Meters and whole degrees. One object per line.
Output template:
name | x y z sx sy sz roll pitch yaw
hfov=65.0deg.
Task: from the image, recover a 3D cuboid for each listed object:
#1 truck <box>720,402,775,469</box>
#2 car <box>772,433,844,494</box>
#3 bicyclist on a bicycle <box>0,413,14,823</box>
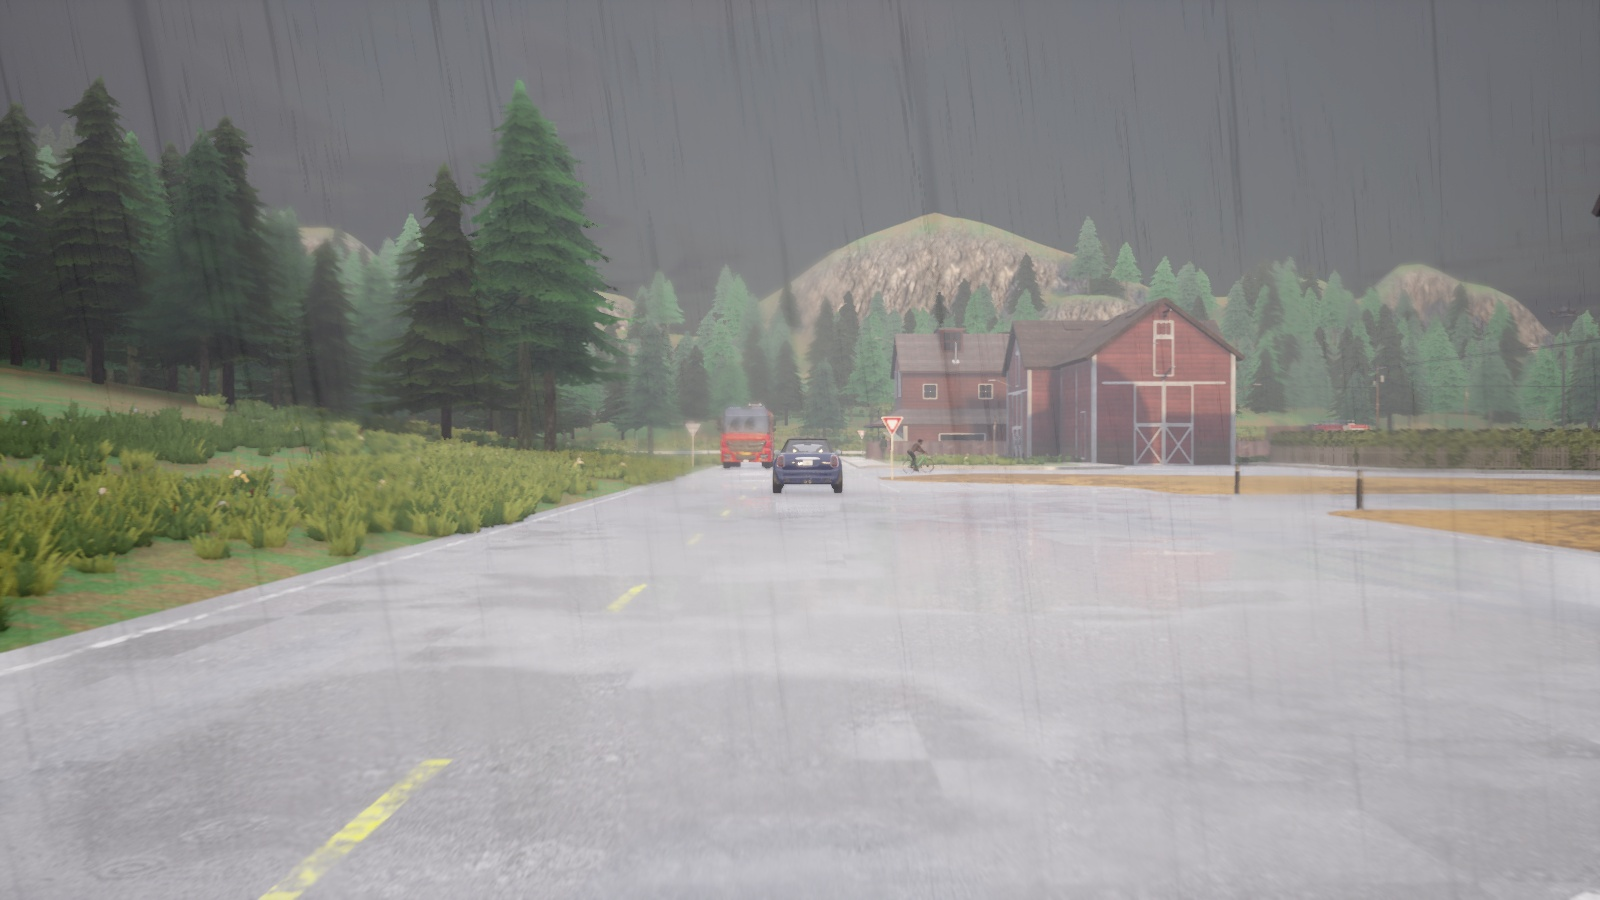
truck | -3.054 -0.846 75.465 2.891 3.827 8.468 0 0 0
car | 0.236 0.387 38.811 2.097 1.767 4.553 0 0 0
bicyclist on a bicycle | -3.461 0.673 4.224 0.582 1.620 1.656 0 1 0
